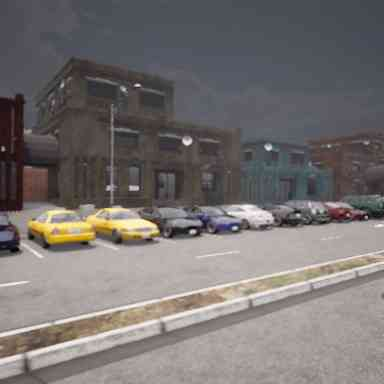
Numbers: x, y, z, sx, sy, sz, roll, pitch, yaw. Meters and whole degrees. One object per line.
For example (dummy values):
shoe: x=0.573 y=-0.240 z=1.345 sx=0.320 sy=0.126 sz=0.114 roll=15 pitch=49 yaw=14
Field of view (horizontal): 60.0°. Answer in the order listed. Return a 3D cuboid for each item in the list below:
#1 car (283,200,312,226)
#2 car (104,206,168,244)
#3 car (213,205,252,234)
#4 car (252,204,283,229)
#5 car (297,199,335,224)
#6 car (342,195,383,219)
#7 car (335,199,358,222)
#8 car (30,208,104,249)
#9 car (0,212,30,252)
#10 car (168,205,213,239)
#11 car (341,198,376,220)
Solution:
car: x=5.300 y=1.524 z=22.758 sx=2.163 sy=1.488 sz=4.792 roll=0 pitch=0 yaw=-36
car: x=-3.503 y=1.474 z=16.111 sx=1.946 sy=1.575 sz=5.366 roll=0 pitch=0 yaw=-36
car: x=0.869 y=1.512 z=19.473 sx=2.163 sy=1.488 sz=4.792 roll=0 pitch=0 yaw=-36
car: x=3.057 y=1.528 z=21.092 sx=2.002 sy=1.452 sz=4.674 roll=0 pitch=0 yaw=-36
car: x=7.568 y=1.376 z=24.327 sx=2.185 sy=1.767 sz=4.553 roll=0 pitch=0 yaw=-36
car: x=14.230 y=1.281 z=29.231 sx=2.435 sy=2.045 sz=5.566 roll=0 pitch=0 yaw=-36
car: x=9.785 y=1.510 z=25.966 sx=2.097 sy=1.535 sz=5.008 roll=0 pitch=0 yaw=-36
car: x=-5.957 y=1.472 z=14.789 sx=1.946 sy=1.575 sz=5.366 roll=0 pitch=0 yaw=-36
car: x=-8.094 y=1.505 z=13.041 sx=2.163 sy=1.488 sz=4.792 roll=0 pitch=0 yaw=-36
car: x=-1.362 y=1.509 z=17.856 sx=2.163 sy=1.488 sz=4.792 roll=0 pitch=0 yaw=-36
car: x=12.030 y=1.550 z=27.564 sx=2.163 sy=1.488 sz=4.792 roll=0 pitch=0 yaw=-36
